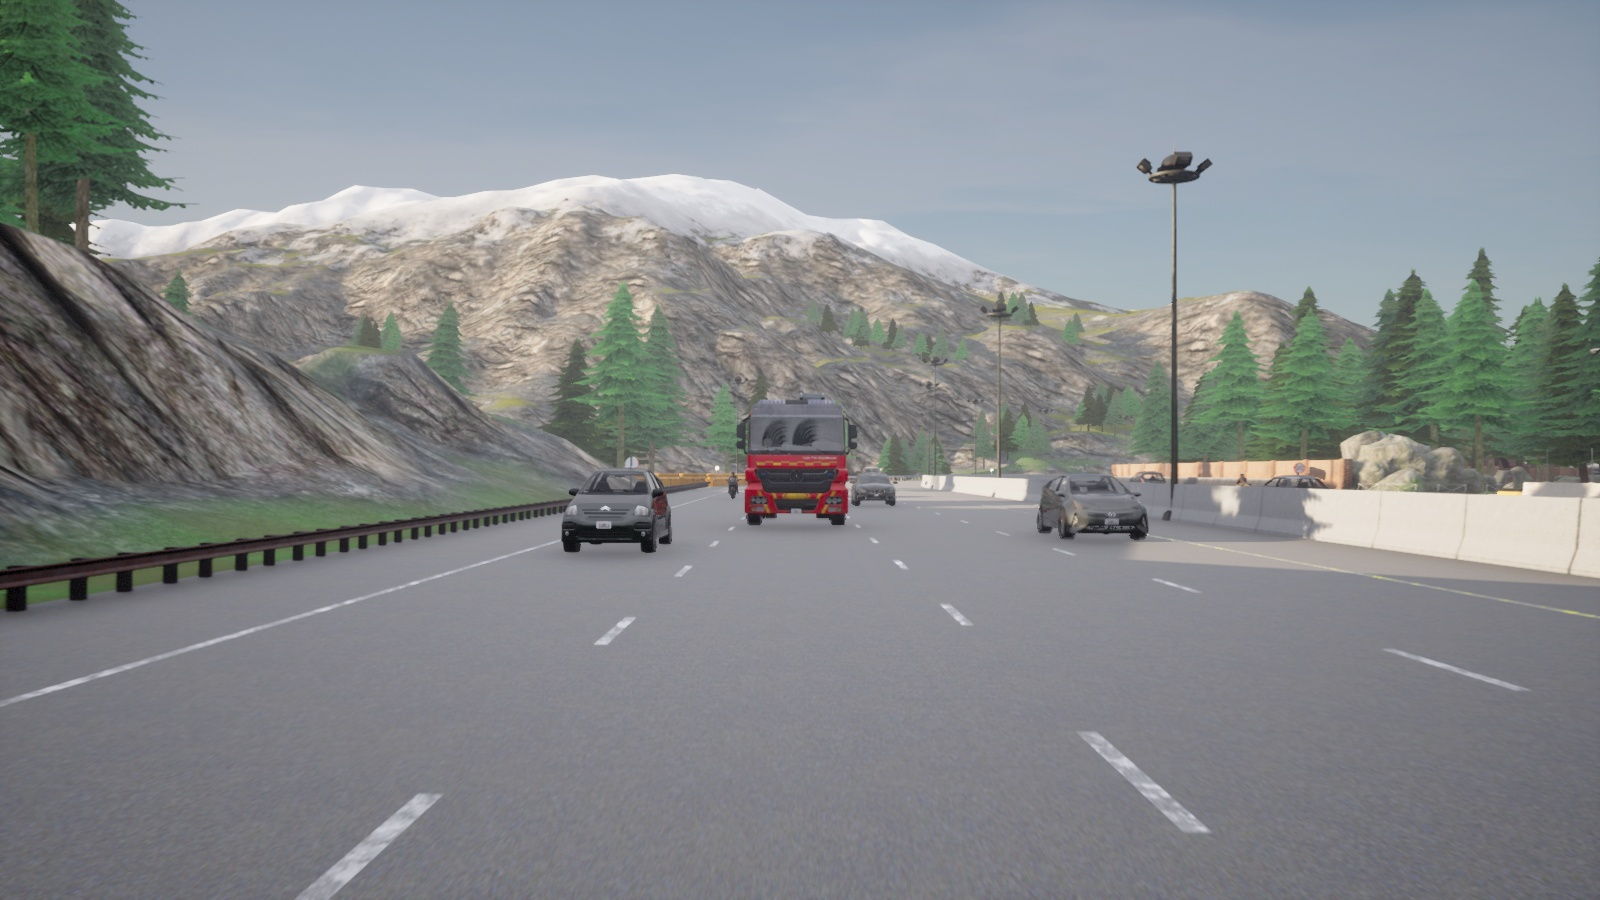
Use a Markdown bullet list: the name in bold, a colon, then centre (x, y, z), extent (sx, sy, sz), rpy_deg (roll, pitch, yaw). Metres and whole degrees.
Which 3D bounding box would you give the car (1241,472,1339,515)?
- **car**: centre (17.391, 1.508, 44.783), extent (1.816, 1.474, 4.193), rpy_deg (0, -1, 0)

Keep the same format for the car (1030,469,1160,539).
- **car**: centre (6.927, 1.235, 29.964), extent (2.007, 1.525, 4.514), rpy_deg (0, -1, 0)

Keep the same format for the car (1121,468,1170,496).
- **car**: centre (20.816, 1.900, 75.885), extent (1.851, 1.617, 3.988), rpy_deg (0, -1, 0)

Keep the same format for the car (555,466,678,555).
- **car**: centre (-3.562, 1.146, 24.996), extent (1.851, 1.617, 3.988), rpy_deg (0, -1, 0)

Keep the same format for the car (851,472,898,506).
- **car**: centre (3.361, 1.766, 57.259), extent (1.837, 1.490, 4.892), rpy_deg (0, -1, 0)

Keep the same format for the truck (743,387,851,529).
- **truck**: centre (-0.097, 0.289, 38.142), extent (2.891, 3.827, 8.468), rpy_deg (0, -1, 0)
